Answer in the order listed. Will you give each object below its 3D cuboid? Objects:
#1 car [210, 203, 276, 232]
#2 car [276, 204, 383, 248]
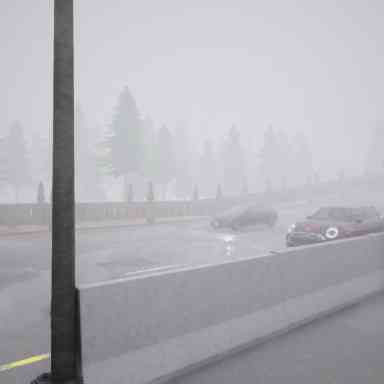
[{"bbox_3d":[3.197,1.416,19.716,4.674,1.442,1.812,-2,1,-37],"label":"car"},{"bbox_3d":[5.647,1.302,12.785,4.553,1.767,2.097,-2,1,-38],"label":"car"}]
